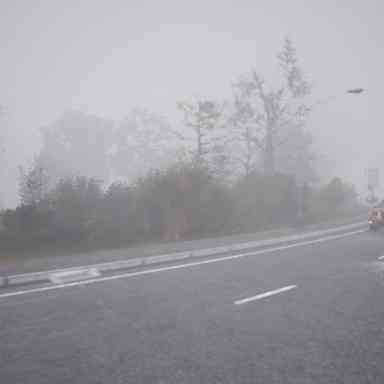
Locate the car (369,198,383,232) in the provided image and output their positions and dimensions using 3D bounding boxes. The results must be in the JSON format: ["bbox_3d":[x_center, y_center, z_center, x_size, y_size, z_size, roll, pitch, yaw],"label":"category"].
[{"bbox_3d":[12.601,1.312,20.246,2.150,2.045,5.566,0,0,43],"label":"car"}]
